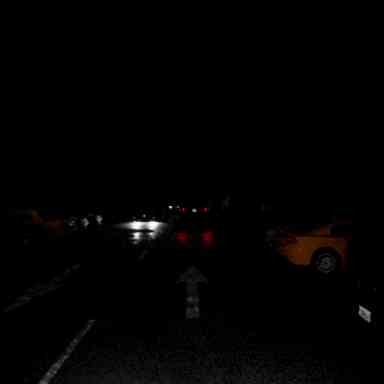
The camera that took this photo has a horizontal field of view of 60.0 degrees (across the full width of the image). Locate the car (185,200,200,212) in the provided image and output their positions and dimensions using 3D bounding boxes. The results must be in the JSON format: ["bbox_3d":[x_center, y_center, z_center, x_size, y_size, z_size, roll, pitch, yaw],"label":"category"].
[{"bbox_3d":[0.105,1.730,42.862,1.837,1.490,4.892,0,-1,0],"label":"car"}]

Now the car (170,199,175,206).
[{"bbox_3d":[-3.493,2.187,68.670,1.882,1.535,5.008,0,-1,0],"label":"car"}]

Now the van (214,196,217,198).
[{"bbox_3d":[4.927,1.385,37.566,4.442,1.987,1.878,0,-1,0],"label":"van"}]

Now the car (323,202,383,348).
[{"bbox_3d":[5.012,1.236,4.340,5.566,2.045,2.435,0,0,0],"label":"car"}]

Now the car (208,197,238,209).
[{"bbox_3d":[5.015,1.779,54.183,4.553,1.767,2.185,0,-1,0],"label":"car"}]

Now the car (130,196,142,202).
[{"bbox_3d":[-8.008,1.281,32.194,5.566,2.045,2.435,0,0,0],"label":"car"}]

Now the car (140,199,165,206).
[{"bbox_3d":[-8.026,2.182,68.251,4.892,1.521,2.231,0,-1,0],"label":"car"}]

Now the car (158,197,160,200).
[{"bbox_3d":[-8.031,1.950,54.380,4.674,1.452,2.002,0,-1,0],"label":"car"}]

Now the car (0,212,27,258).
[{"bbox_3d":[-8.032,1.498,9.984,4.892,1.521,2.231,0,0,0],"label":"car"}]

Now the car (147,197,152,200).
[{"bbox_3d":[-8.065,1.743,43.278,4.792,1.488,2.163,0,-1,0],"label":"car"}]

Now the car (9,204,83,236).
[{"bbox_3d":[-8.224,1.503,15.537,5.366,1.575,1.946,0,0,0],"label":"car"}]

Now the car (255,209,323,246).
[{"bbox_3d":[5.044,1.540,12.775,4.674,1.452,2.002,0,0,0],"label":"car"}]

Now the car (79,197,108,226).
[{"bbox_3d":[-8.069,1.389,21.089,4.553,1.767,2.185,0,0,0],"label":"car"}]

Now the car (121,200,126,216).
[{"bbox_3d":[-8.034,1.564,26.641,4.674,1.452,2.002,0,0,0],"label":"car"}]

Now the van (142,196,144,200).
[{"bbox_3d":[-8.152,1.389,37.730,4.442,1.987,1.878,0,-1,0],"label":"van"}]

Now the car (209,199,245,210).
[{"bbox_3d":[5.040,1.807,48.641,5.008,1.535,2.097,0,-1,0],"label":"car"}]

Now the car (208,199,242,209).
[{"bbox_3d":[5.041,1.858,51.536,5.008,1.535,2.097,0,-1,0],"label":"car"}]

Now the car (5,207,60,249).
[{"bbox_3d":[-8.045,1.502,12.760,4.892,1.521,2.231,0,0,0],"label":"car"}]

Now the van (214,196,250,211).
[{"bbox_3d":[5.162,1.483,43.105,4.442,1.987,1.878,0,-1,0],"label":"van"}]

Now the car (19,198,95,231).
[{"bbox_3d":[-8.069,1.385,18.313,4.553,1.767,2.185,0,0,0],"label":"car"}]

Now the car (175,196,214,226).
[{"bbox_3d":[0.131,1.267,23.776,2.150,2.045,5.566,0,0,0],"label":"car"}]

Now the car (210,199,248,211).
[{"bbox_3d":[5.039,1.759,45.871,4.892,1.521,2.231,0,-1,0],"label":"car"}]

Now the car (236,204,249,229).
[{"bbox_3d":[5.040,1.549,18.190,4.674,1.452,2.002,0,0,0],"label":"car"}]

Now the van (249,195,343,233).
[{"bbox_3d":[5.158,1.279,15.547,4.442,1.987,1.878,0,0,0],"label":"van"}]

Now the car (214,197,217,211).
[{"bbox_3d":[5.049,1.562,34.793,5.008,1.535,2.097,0,-1,0],"label":"car"}]

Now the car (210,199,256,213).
[{"bbox_3d":[4.860,1.657,40.330,5.366,1.575,1.946,0,-1,0],"label":"car"}]

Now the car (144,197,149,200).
[{"bbox_3d":[-8.033,1.704,40.501,4.674,1.452,2.002,0,-1,0],"label":"car"}]

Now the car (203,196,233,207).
[{"bbox_3d":[5.075,1.857,65.261,5.566,2.045,2.435,0,-1,0],"label":"car"}]

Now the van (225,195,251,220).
[{"bbox_3d":[5.160,1.297,26.627,4.442,1.987,1.878,0,0,0],"label":"van"}]

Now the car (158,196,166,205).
[{"bbox_3d":[-8.061,1.757,59.936,5.566,2.045,2.435,0,-1,0],"label":"car"}]

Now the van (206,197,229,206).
[{"bbox_3d":[5.165,1.951,68.151,4.442,1.987,1.878,0,-1,0],"label":"van"}]

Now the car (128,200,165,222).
[{"bbox_3d":[-3.594,1.607,26.957,1.994,1.385,4.181,0,0,0],"label":"car"}]

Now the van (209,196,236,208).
[{"bbox_3d":[5.163,1.728,56.954,4.442,1.987,1.878,0,-1,0],"label":"van"}]

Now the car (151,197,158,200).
[{"bbox_3d":[-8.029,1.811,48.829,5.008,1.535,2.097,0,-1,0],"label":"car"}]

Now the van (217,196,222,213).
[{"bbox_3d":[4.927,1.305,32.175,4.442,1.987,1.878,0,-1,0],"label":"van"}]

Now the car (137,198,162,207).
[{"bbox_3d":[-8.001,1.934,62.705,4.553,1.767,2.185,0,-1,0],"label":"car"}]

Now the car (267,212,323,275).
[{"bbox_3d":[5.035,1.495,9.881,5.008,1.535,2.097,0,0,0],"label":"car"}]

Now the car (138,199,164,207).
[{"bbox_3d":[-8.026,2.116,65.479,5.008,1.535,2.097,0,-1,0],"label":"car"}]

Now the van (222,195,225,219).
[{"bbox_3d":[5.160,1.301,29.272,4.442,1.987,1.878,0,0,0],"label":"van"}]

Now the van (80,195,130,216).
[{"bbox_3d":[-8.153,1.302,29.418,4.442,1.987,1.878,0,0,0],"label":"van"}]

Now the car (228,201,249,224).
[{"bbox_3d":[5.037,1.513,20.961,5.008,1.535,2.097,0,0,0],"label":"car"}]

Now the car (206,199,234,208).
[{"bbox_3d":[5.040,2.004,59.721,4.892,1.521,2.231,0,-1,0],"label":"car"}]

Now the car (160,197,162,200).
[{"bbox_3d":[-8.004,1.988,57.155,4.792,1.488,2.163,0,-1,0],"label":"car"}]

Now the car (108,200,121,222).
[{"bbox_3d":[-8.043,1.519,23.865,5.008,1.535,2.097,0,0,0],"label":"car"}]
